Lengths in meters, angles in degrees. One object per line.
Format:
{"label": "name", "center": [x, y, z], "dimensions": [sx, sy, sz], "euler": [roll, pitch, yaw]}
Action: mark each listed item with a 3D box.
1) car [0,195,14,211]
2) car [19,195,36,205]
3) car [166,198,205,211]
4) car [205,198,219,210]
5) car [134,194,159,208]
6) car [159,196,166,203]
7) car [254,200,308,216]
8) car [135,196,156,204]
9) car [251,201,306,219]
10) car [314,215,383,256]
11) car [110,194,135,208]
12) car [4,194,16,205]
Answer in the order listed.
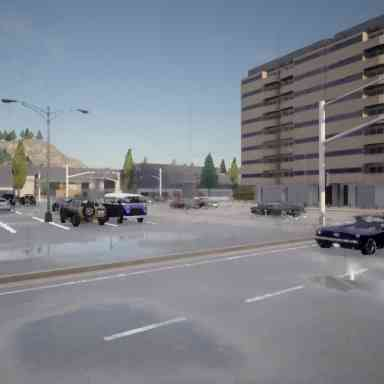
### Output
{"label": "car", "center": [-21.872, 1.451, 37.845], "dimensions": [1.970, 1.475, 3.806], "euler": [0, 0, -35]}
{"label": "car", "center": [-27.334, 1.209, 55.301], "dimensions": [1.932, 1.855, 4.605], "euler": [0, 0, -35]}
{"label": "car", "center": [-0.900, 1.559, 42.194], "dimensions": [1.837, 1.490, 4.892], "euler": [0, 0, -35]}
{"label": "car", "center": [1.635, 1.548, 44.673], "dimensions": [2.128, 1.511, 4.902], "euler": [0, 0, -35]}
{"label": "car", "center": [-8.446, 1.548, 58.984], "dimensions": [2.128, 1.511, 4.902], "euler": [0, 0, -35]}
{"label": "car", "center": [-7.042, 1.546, 69.299], "dimensions": [2.128, 1.511, 4.902], "euler": [0, 0, -35]}
{"label": "car", "center": [9.027, 1.603, 34.263], "dimensions": [2.033, 1.411, 5.357], "euler": [0, 0, -35]}
{"label": "car", "center": [-9.354, 1.547, 66.509], "dimensions": [2.128, 1.511, 4.902], "euler": [0, 0, -35]}
{"label": "car", "center": [7.622, 1.656, 30.199], "dimensions": [1.895, 1.301, 4.718], "euler": [0, 0, -35]}
{"label": "car", "center": [6.951, 1.601, 13.290], "dimensions": [4.718, 1.301, 1.895], "euler": [0, 0, -37]}
{"label": "car", "center": [-12.187, 1.619, 58.240], "dimensions": [1.812, 1.442, 4.674], "euler": [0, 0, -35]}
{"label": "car", "center": [-29.731, 1.212, 53.677], "dimensions": [1.905, 1.878, 3.866], "euler": [0, 0, -35]}
